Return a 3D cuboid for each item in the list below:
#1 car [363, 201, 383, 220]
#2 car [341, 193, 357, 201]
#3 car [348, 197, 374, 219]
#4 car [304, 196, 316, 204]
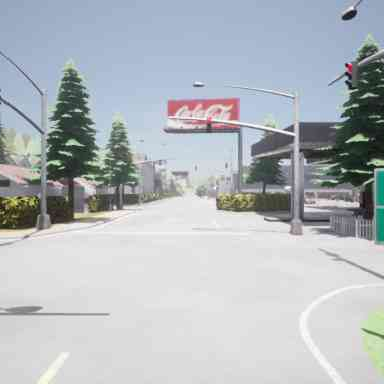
[{"bbox_3d":[18.623,1.672,30.704,4.611,1.667,2.242,0,0,0],"label":"car"},{"bbox_3d":[34.737,1.489,71.931,2.007,1.523,4.514,0,0,0],"label":"car"},{"bbox_3d":[14.310,1.504,25.024,3.866,1.878,1.905,0,0,0],"label":"car"},{"bbox_3d":[22.351,1.552,64.110,1.970,1.475,3.806,0,0,0],"label":"car"}]
